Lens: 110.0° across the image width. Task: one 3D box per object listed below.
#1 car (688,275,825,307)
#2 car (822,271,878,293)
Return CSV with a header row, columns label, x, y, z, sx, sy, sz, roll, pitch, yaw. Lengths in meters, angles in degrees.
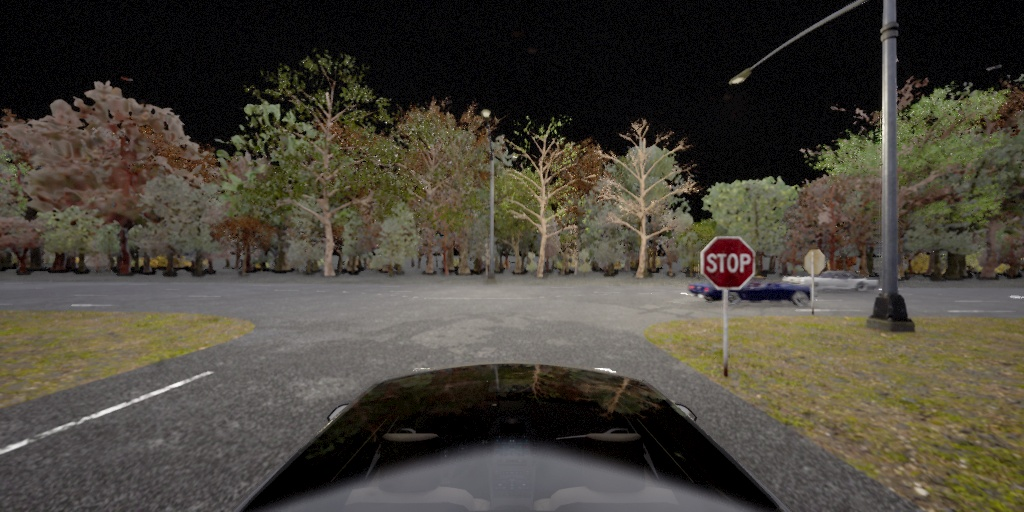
label,x,y,z,sx,sy,sz,roll,pitch,yaw
car,10.579,1.500,15.910,4.718,1.301,1.895,0,0,0
car,20.060,1.617,22.841,4.718,1.301,1.895,0,0,0
